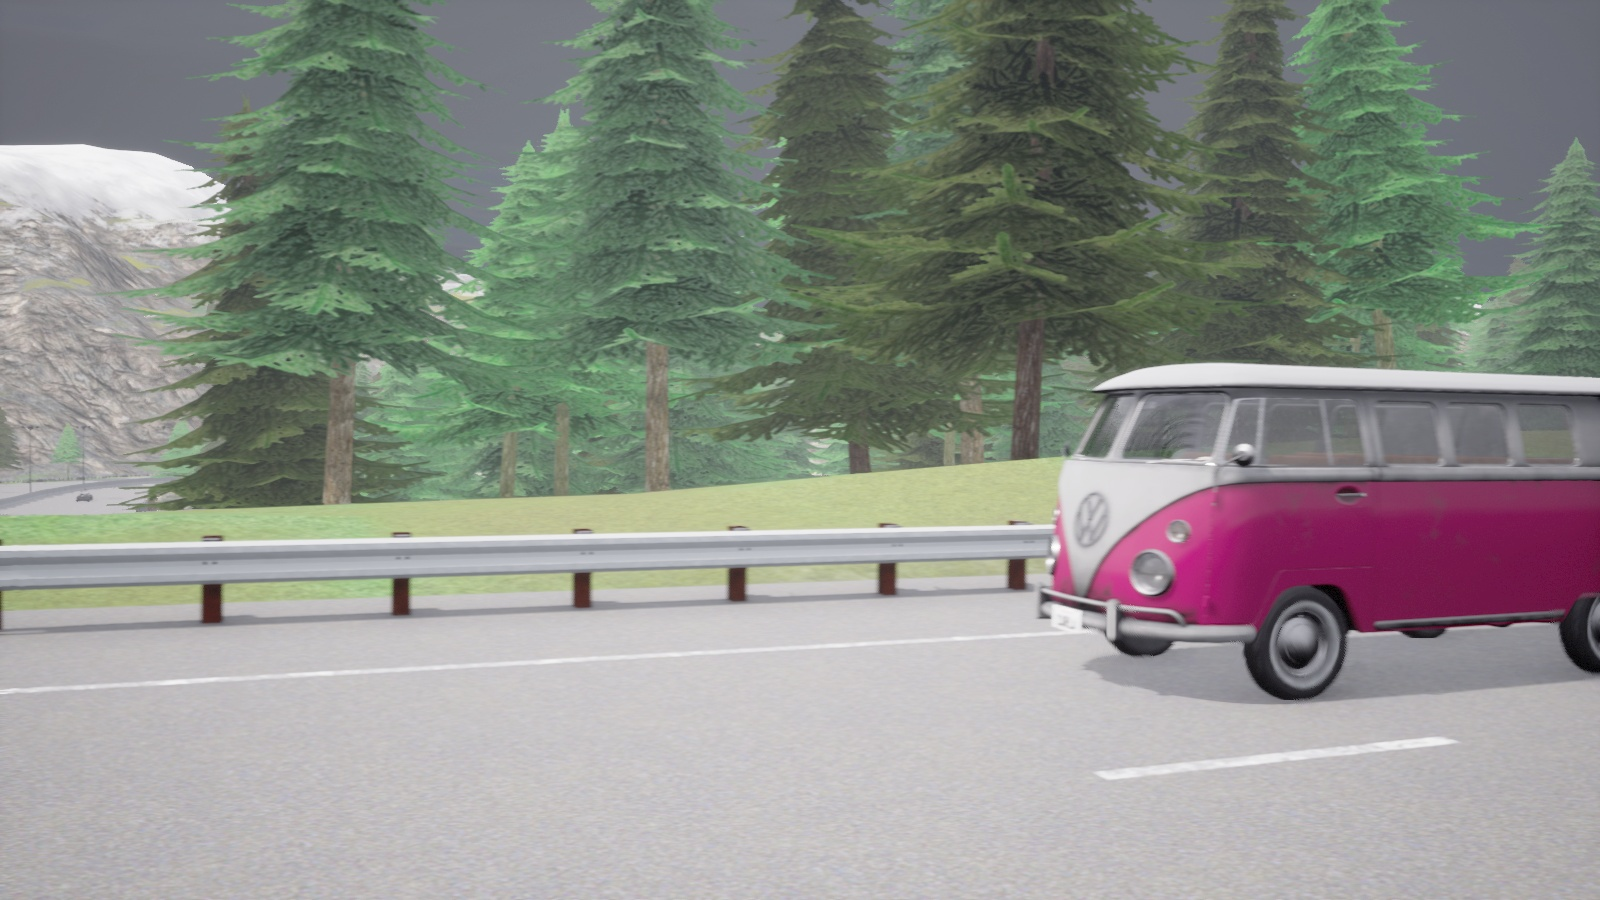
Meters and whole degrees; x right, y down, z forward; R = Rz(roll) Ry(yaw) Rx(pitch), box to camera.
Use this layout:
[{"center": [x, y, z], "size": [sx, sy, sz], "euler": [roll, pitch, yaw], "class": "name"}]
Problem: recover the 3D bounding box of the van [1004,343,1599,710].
[{"center": [3.775, 0.368, 8.413], "size": [4.442, 1.987, 1.775], "euler": [-1, 1, -21], "class": "van"}]
